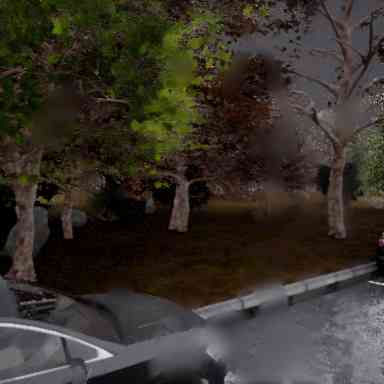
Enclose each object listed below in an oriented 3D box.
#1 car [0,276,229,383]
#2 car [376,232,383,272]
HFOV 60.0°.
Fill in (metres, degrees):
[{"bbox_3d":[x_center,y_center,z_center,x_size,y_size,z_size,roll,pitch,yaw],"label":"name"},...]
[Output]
[{"bbox_3d":[-1.909,1.482,2.672,4.892,1.521,2.231,0,2,-33],"label":"car"},{"bbox_3d":[7.144,1.275,9.157,4.553,1.767,2.185,-1,0,-33],"label":"car"}]
